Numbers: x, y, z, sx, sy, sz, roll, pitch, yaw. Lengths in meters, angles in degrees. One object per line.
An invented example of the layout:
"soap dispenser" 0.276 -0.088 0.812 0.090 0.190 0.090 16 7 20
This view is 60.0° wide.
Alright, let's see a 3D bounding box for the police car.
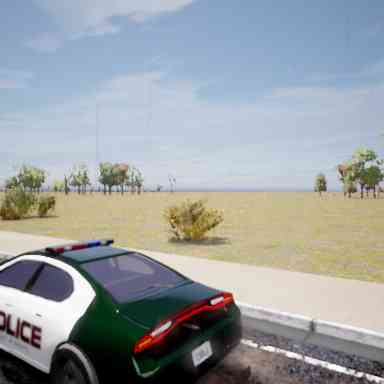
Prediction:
"police car" -1.857 1.506 4.888 4.974 1.542 2.038 0 0 35
